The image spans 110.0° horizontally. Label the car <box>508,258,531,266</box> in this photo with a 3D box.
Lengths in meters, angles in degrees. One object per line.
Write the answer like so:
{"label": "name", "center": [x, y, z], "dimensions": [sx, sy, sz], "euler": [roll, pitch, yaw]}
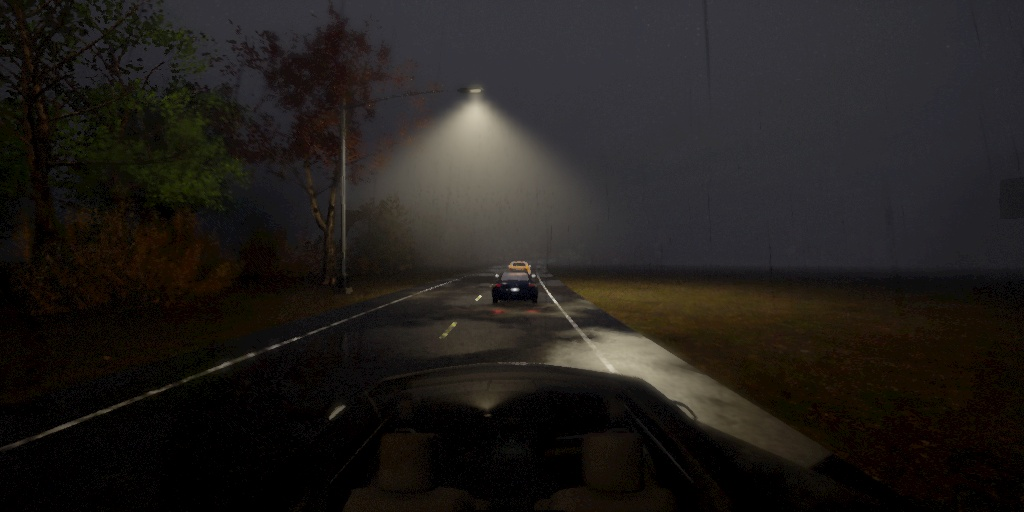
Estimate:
{"label": "car", "center": [0.632, 1.230, 31.380], "dimensions": [1.882, 1.535, 5.008], "euler": [0, 0, 2]}

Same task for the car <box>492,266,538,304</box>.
{"label": "car", "center": [0.158, 1.323, 16.425], "dimensions": [1.994, 1.385, 4.181], "euler": [0, 0, 1]}
